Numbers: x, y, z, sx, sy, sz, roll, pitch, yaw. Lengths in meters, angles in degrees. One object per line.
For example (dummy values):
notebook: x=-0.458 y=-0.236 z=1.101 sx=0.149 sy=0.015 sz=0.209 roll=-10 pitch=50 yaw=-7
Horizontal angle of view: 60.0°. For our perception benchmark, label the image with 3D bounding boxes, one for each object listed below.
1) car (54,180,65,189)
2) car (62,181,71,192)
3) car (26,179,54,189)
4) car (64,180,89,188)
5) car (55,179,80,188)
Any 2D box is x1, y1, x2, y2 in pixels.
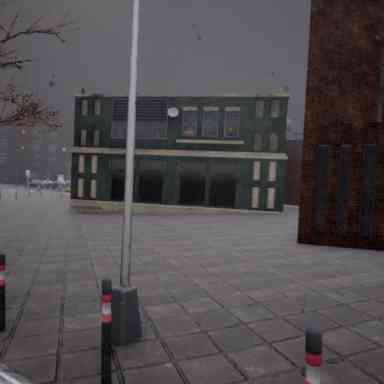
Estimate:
car: x=-28.262 y=-1.519 z=65.349 sx=5.008 sy=1.535 sz=2.097 roll=3 pitch=2 yaw=20
car: x=-18.644 y=-0.679 z=55.327 sx=1.882 sy=1.535 sz=5.008 roll=3 pitch=3 yaw=20
car: x=-29.159 y=-1.576 z=62.734 sx=4.553 sy=1.767 sz=2.185 roll=3 pitch=2 yaw=20
car: x=-25.459 y=-1.735 z=73.133 sx=4.892 sy=1.521 sz=2.231 roll=3 pitch=3 yaw=20
car: x=-26.354 y=-1.785 z=70.517 sx=4.553 sy=1.767 sz=2.185 roll=3 pitch=3 yaw=20
